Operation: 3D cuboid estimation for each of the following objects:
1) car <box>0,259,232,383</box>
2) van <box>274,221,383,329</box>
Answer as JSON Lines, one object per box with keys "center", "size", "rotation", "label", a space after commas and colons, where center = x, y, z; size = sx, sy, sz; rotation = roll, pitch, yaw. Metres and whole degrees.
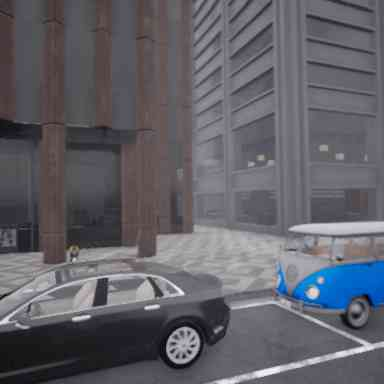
{"center": [-1.577, 1.716, 4.734], "size": [4.403, 1.369, 2.008], "rotation": [0, -2, -22], "label": "car"}
{"center": [3.647, 1.510, 6.852], "size": [3.998, 1.788, 1.690], "rotation": [0, -2, -22], "label": "van"}
